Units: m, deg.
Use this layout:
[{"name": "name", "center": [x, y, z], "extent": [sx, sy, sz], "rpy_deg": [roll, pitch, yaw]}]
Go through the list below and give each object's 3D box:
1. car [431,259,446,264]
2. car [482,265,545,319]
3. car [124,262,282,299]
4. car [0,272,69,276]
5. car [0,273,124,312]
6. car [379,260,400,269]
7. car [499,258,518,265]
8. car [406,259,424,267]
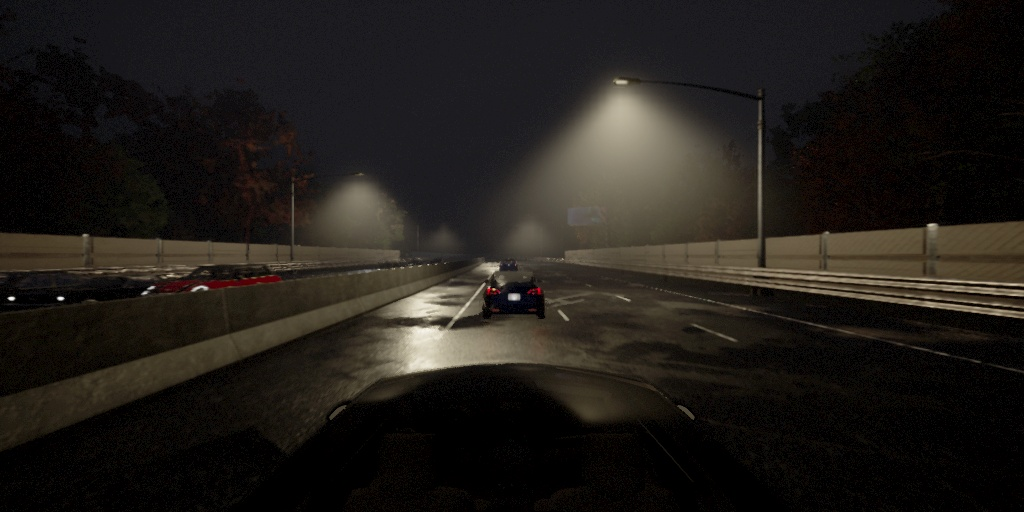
[{"name": "car", "center": [-11.421, 1.165, 55.670], "extent": [1.837, 1.490, 4.892], "rpy_deg": [0, 0, -1]}, {"name": "car", "center": [0.048, 1.236, 12.782], "extent": [2.163, 1.488, 4.792], "rpy_deg": [0, 0, 0]}, {"name": "car", "center": [-10.653, 1.087, 13.157], "extent": [2.097, 1.767, 4.553], "rpy_deg": [0, 0, 0]}, {"name": "car", "center": [-17.650, 1.285, 13.064], "extent": [2.033, 1.411, 5.357], "rpy_deg": [0, 0, 0]}, {"name": "car", "center": [-14.149, 1.338, 12.789], "extent": [1.895, 1.301, 4.718], "rpy_deg": [0, 0, 0]}, {"name": "car", "center": [-18.371, 1.269, 53.849], "extent": [1.895, 1.301, 4.718], "rpy_deg": [0, 0, -1]}, {"name": "car", "center": [-0.413, 1.033, 42.646], "extent": [2.097, 1.767, 4.553], "rpy_deg": [0, 0, -1]}, {"name": "car", "center": [-14.915, 1.154, 55.505], "extent": [2.128, 1.511, 4.902], "rpy_deg": [0, 0, -1]}]
